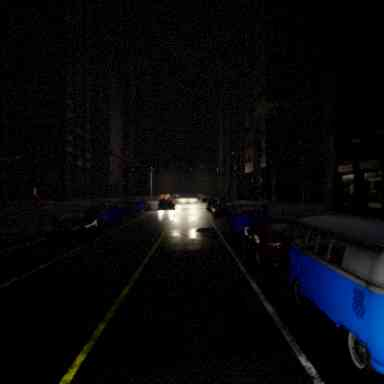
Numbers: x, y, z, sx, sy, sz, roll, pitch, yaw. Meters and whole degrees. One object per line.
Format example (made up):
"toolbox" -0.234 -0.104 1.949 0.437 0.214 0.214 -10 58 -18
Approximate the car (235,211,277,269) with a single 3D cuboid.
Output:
"car" 2.754 1.542 10.968 1.887 1.381 4.507 0 0 0

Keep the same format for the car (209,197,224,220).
"car" 2.743 1.437 28.000 1.967 1.590 4.097 0 0 0

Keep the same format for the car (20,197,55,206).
"car" -23.745 1.572 51.242 5.008 1.535 1.882 1 0 0

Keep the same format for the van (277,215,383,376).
"van" 2.757 1.340 5.290 1.690 1.788 3.998 0 0 0

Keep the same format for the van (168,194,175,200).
"van" -5.825 1.355 94.517 1.690 1.788 3.998 0 0 0

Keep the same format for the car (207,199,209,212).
"car" 2.739 1.579 33.678 1.802 1.307 4.206 0 0 0

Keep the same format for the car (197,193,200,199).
"car" 2.712 1.556 77.610 2.008 1.369 4.403 0 0 0

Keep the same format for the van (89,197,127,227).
"van" -5.779 1.338 22.308 1.690 1.788 3.998 0 0 0

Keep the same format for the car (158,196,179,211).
"car" -3.053 1.561 41.100 1.994 1.385 4.181 0 0 0

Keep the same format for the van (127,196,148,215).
"van" -5.786 1.338 33.662 1.690 1.788 3.998 0 0 0

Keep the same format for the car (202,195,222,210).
"car" 2.735 1.312 39.355 2.192 1.841 5.009 0 0 0

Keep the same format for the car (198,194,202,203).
"car" 2.719 1.553 66.329 2.008 1.369 4.403 0 0 0

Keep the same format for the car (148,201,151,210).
"car" -5.789 1.522 39.170 1.752 1.417 4.829 0 0 0

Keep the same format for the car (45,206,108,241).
"car" -5.775 1.579 16.630 1.802 1.307 4.206 0 0 0

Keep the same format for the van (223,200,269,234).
"van" 2.750 1.338 16.645 1.690 1.788 3.998 0 0 0

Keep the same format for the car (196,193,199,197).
"car" 2.708 1.553 83.251 1.887 1.381 4.507 0 0 0

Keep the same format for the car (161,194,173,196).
"car" -5.810 1.319 71.954 2.192 1.841 5.009 0 0 0

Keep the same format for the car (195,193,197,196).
"car" 2.701 1.454 94.532 1.967 1.590 4.097 0 0 0
